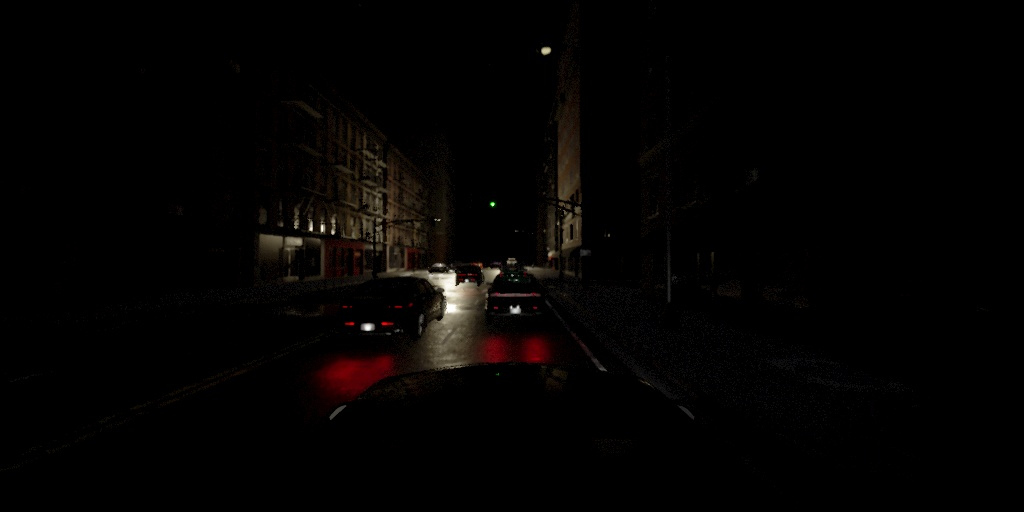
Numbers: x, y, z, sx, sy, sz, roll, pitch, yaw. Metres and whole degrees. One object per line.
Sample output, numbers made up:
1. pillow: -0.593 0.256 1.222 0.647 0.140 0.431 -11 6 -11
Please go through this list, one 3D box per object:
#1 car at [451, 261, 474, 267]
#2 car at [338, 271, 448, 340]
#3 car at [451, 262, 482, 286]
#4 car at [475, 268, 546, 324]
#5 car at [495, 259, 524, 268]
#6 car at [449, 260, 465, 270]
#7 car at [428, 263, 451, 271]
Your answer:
1. car: -6.597 1.620 48.525 1.882 1.535 5.008 0 0 0
2. car: -3.152 1.328 10.265 1.837 1.490 4.892 0 -1 0
3. car: -3.157 1.477 27.454 1.837 1.490 4.892 0 0 0
4. car: 0.097 1.334 12.422 2.128 1.511 4.902 0 -1 0
5. car: 0.096 1.316 26.422 2.097 1.767 4.553 0 -1 0
6. car: -9.797 1.622 64.453 2.097 1.767 4.553 0 0 1
7. car: -9.846 1.688 48.391 2.033 1.411 5.357 0 0 0
